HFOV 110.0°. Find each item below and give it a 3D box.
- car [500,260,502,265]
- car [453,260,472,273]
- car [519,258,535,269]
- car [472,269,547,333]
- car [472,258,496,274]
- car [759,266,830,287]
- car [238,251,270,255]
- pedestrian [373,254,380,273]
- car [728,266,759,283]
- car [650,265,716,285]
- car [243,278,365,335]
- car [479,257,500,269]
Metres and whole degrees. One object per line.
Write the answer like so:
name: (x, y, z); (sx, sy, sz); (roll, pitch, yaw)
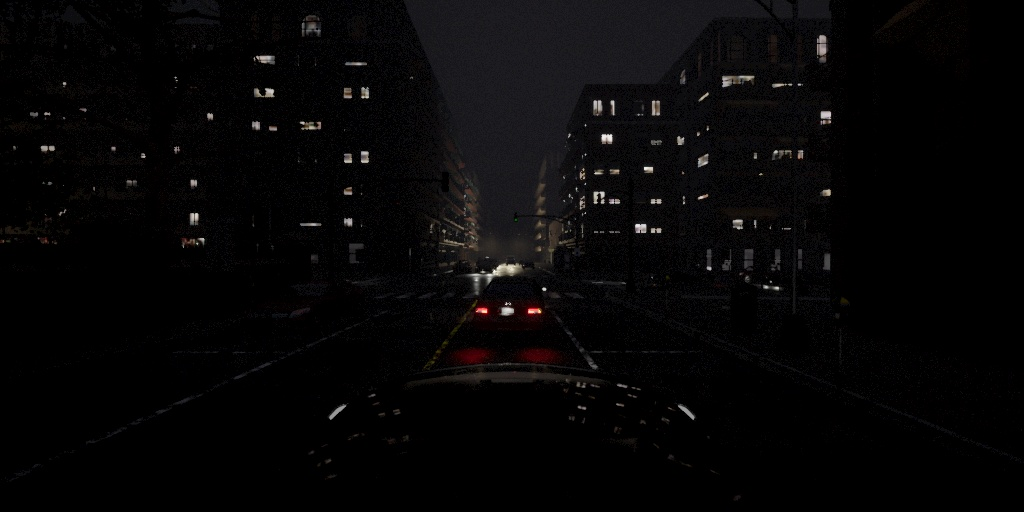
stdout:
car: (-3.281, 1.253, 62.253); (1.837, 1.490, 4.892); (0, 0, 1)
car: (-5.833, 1.188, 42.886); (1.967, 1.591, 4.097); (0, 0, 0)
car: (2.507, 1.299, 54.188); (2.007, 1.370, 4.403); (0, 0, 0)
car: (0.048, 1.297, 10.692); (2.033, 1.411, 5.357); (0, 0, 3)
car: (-3.244, 1.274, 42.218); (1.812, 1.442, 4.674); (0, 0, 0)
car: (23.484, 1.731, 28.896); (5.357, 1.411, 2.033); (1, 0, -1)
car: (-17.618, 0.694, 25.043); (5.566, 2.045, 2.150); (1, 0, -1)
pedestrian: (-12.824, 0.652, 33.854); (0.375, 1.860, 0.375); (0, -1, -1)
car: (21.277, 1.570, 31.419); (4.097, 1.591, 1.967); (0, 0, -1)
car: (13.675, 1.501, 28.736); (4.902, 1.511, 2.128); (1, 0, -1)
car: (-5.717, 1.331, 10.475); (1.802, 1.307, 4.207); (0, 0, 0)
car: (-3.273, 1.100, 52.108); (2.097, 1.767, 4.553); (0, 0, 0)
